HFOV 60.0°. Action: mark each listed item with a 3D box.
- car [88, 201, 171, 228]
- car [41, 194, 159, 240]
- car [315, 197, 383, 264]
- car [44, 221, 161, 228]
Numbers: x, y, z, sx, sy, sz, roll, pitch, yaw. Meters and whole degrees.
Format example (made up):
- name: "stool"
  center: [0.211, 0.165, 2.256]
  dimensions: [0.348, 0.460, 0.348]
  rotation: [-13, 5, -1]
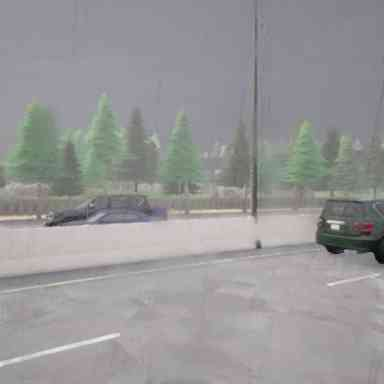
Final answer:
- name: "car"
  center: [-4.030, 1.390, 21.846]
  dimensions: [5.008, 1.535, 1.882]
  rotation: [0, 0, -30]
- name: "car"
  center: [-4.711, 1.147, 17.415]
  dimensions: [5.566, 2.045, 2.150]
  rotation: [0, 0, -31]
- name: "car"
  center: [6.887, 1.200, 11.733]
  dimensions: [5.566, 2.045, 2.150]
  rotation: [0, 0, -28]
- name: "car"
  center: [-3.499, 1.467, 14.018]
  dimensions: [4.674, 1.442, 1.812]
  rotation: [0, 0, -32]
